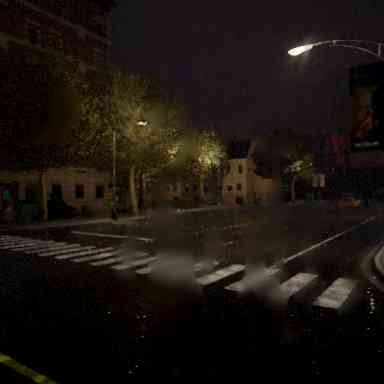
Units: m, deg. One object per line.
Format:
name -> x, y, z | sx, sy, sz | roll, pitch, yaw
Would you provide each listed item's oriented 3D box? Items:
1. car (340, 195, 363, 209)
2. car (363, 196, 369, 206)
car -> 22.806, 1.577, 48.047 | 1.882, 1.535, 5.008 | -1, 0, 35
car -> 28.643, 1.647, 56.321 | 2.033, 1.411, 5.357 | -1, 0, 36
